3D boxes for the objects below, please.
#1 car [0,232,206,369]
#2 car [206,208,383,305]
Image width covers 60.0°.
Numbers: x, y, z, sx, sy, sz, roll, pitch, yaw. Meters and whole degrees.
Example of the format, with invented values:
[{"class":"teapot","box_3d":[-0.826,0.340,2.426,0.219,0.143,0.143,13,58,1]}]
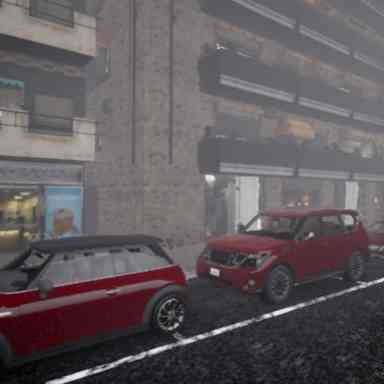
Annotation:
[{"class":"car","box_3d":[-2.051,1.455,5.092,4.097,1.590,1.967,0,0,-36]},{"class":"car","box_3d":[2.523,1.357,8.386,5.009,1.841,2.192,0,0,-36]}]
